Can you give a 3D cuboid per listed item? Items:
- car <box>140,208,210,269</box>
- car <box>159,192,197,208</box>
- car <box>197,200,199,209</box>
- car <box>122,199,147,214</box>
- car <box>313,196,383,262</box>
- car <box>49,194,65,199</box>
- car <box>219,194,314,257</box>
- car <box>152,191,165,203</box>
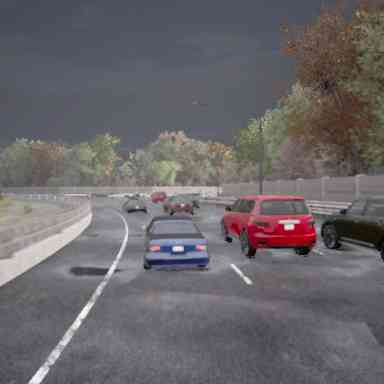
[{"bbox_3d":[-0.663,1.481,10.972,2.033,1.411,5.357,0,0,-7],"label":"car"},{"bbox_3d":[-1.389,1.166,30.895,2.097,1.767,4.553,0,0,-16],"label":"car"},{"bbox_3d":[-0.789,1.101,40.915,2.097,1.767,4.553,0,0,-17],"label":"car"},{"bbox_3d":[-5.768,1.383,33.154,1.994,1.385,4.181,0,0,-18],"label":"car"},{"bbox_3d":[6.361,1.126,10.775,2.150,2.045,5.566,0,0,-6],"label":"car"},{"bbox_3d":[-35.311,1.154,87.176,5.357,1.411,2.033,0,0,38],"label":"car"},{"bbox_3d":[2.628,1.130,12.685,2.150,2.045,5.566,0,0,-7],"label":"car"},{"bbox_3d":[-5.631,0.890,57.703,2.150,2.045,5.566,-1,1,-12],"label":"car"}]
